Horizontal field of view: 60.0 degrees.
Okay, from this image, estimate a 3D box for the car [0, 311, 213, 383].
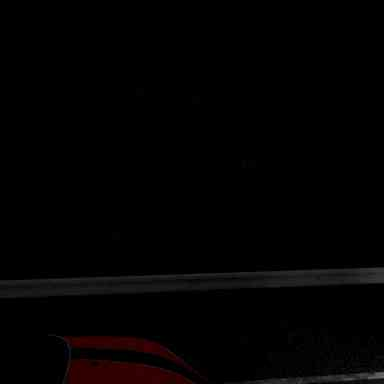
[{"bbox_3d":[-1.864,1.352,1.651,4.553,1.767,2.097,0,0,-6],"label":"car"}]
